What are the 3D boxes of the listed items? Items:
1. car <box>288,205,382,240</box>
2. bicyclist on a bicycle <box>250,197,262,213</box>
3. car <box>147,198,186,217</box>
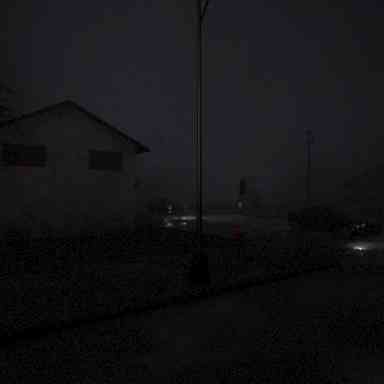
[{"bbox_3d":[7.307,1.477,17.531,1.882,1.535,5.008,0,0,-27],"label":"car"},{"bbox_3d":[6.488,1.348,33.700,1.656,1.620,0.582,0,0,-36],"label":"bicyclist on a bicycle"},{"bbox_3d":[-2.480,1.353,31.802,2.097,1.767,4.553,0,0,-36],"label":"car"}]
